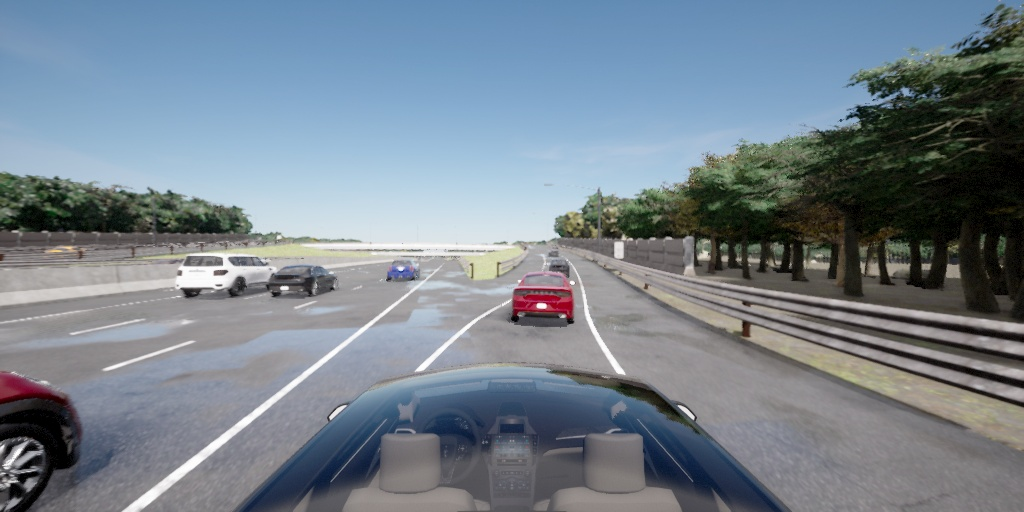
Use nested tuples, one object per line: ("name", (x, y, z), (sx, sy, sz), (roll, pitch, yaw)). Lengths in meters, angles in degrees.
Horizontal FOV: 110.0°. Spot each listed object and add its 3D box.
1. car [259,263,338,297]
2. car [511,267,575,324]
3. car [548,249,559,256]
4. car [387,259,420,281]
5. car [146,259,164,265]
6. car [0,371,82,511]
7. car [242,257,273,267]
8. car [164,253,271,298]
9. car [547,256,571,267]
("car", (-10.527, 1.188, 18.424), (1.837, 1.490, 4.892), (0, 0, -9))
("car", (1.155, 1.281, 12.485), (1.882, 1.535, 5.008), (1, -1, 8))
("car", (7.451, -0.599, 64.303), (2.128, 1.511, 4.902), (0, 3, 3))
("car", (-8.748, 1.023, 29.231), (2.097, 1.767, 4.553), (0, 0, -9))
("car", (-34.672, 1.025, 35.945), (1.812, 1.442, 4.674), (0, 0, -9))
("car", (-4.465, 1.085, 1.046), (2.097, 1.767, 4.553), (0, 0, -8))
("car", (-37.275, 0.872, 52.687), (1.812, 1.442, 4.674), (0, 0, -9))
("car", (-14.024, 0.891, 18.146), (2.150, 2.045, 5.566), (0, 0, -9))
("car", (4.182, 1.024, 32.021), (1.837, 1.490, 4.892), (0, 2, 8))
